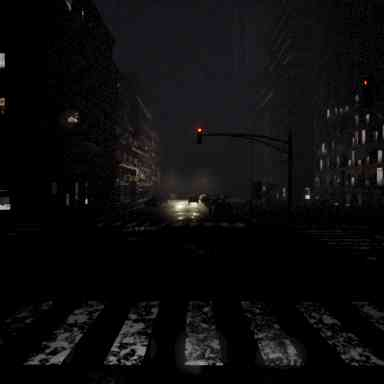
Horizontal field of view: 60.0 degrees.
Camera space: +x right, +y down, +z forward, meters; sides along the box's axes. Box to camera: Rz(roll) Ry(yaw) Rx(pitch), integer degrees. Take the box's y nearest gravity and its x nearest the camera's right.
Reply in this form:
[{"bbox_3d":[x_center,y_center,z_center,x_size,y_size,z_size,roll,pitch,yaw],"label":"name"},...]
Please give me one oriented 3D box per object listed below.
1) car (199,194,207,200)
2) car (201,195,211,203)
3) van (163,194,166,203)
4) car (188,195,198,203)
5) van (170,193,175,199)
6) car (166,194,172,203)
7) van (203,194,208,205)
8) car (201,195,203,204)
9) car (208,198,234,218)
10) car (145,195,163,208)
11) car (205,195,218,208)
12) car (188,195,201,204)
[{"bbox_3d":[2.933,1.313,86.439,1.967,1.590,4.097,-1,0,0],"label":"car"},{"bbox_3d":[2.853,1.353,69.501,1.967,1.590,4.097,-1,0,0],"label":"car"},{"bbox_3d":[-5.553,1.286,52.555,1.690,1.788,3.998,-1,0,0],"label":"van"},{"bbox_3d":[0.232,1.426,71.100,2.128,1.511,4.902,0,0,0],"label":"car"},{"bbox_3d":[-5.486,1.242,75.141,1.690,1.788,3.998,-1,0,0],"label":"van"},{"bbox_3d":[-5.516,1.470,63.847,1.887,1.381,4.507,-1,0,0],"label":"car"},{"bbox_3d":[2.779,1.295,46.918,1.690,1.788,3.998,-1,0,0],"label":"van"},{"bbox_3d":[2.798,1.490,52.564,1.887,1.381,4.507,-1,0,0],"label":"car"},{"bbox_3d":[2.732,1.522,29.981,1.887,1.381,4.507,-1,0,0],"label":"car"},{"bbox_3d":[-5.566,1.520,46.910,1.947,1.339,4.313,-1,0,0],"label":"car"},{"bbox_3d":[2.747,1.410,35.626,1.967,1.590,4.097,-1,0,0],"label":"car"},{"bbox_3d":[0.277,1.435,60.898,1.837,1.490,4.892,0,0,0],"label":"car"}]
